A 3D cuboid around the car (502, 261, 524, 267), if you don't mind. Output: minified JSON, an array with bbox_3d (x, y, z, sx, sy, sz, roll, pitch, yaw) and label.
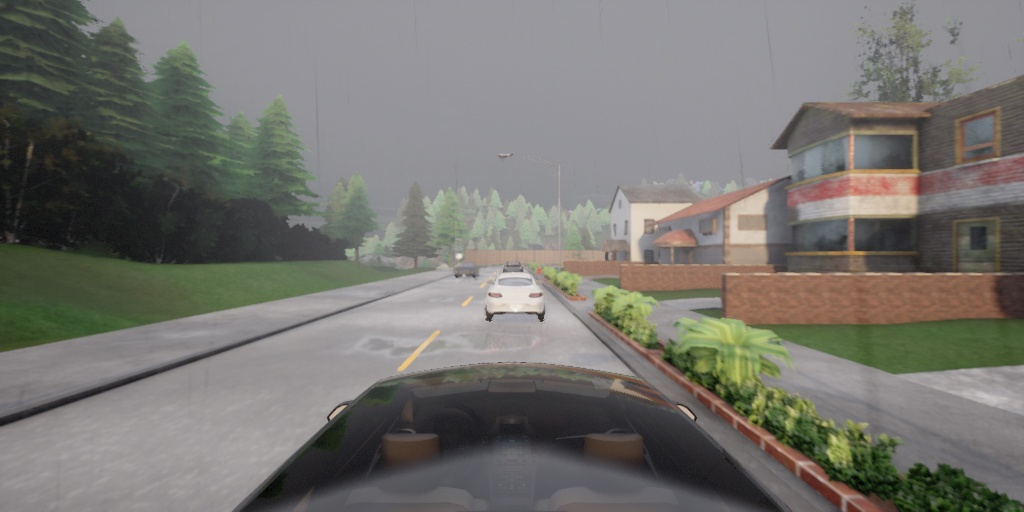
[{"bbox_3d":[0.108,1.230,33.534,2.128,1.511,4.902,0,0,0],"label":"car"}]

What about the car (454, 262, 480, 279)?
[{"bbox_3d":[-4.032,1.287,33.024,2.033,1.411,5.357,0,0,0],"label":"car"}]

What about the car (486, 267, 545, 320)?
[{"bbox_3d":[0.103,1.272,12.434,1.812,1.442,4.674,0,0,0],"label":"car"}]
